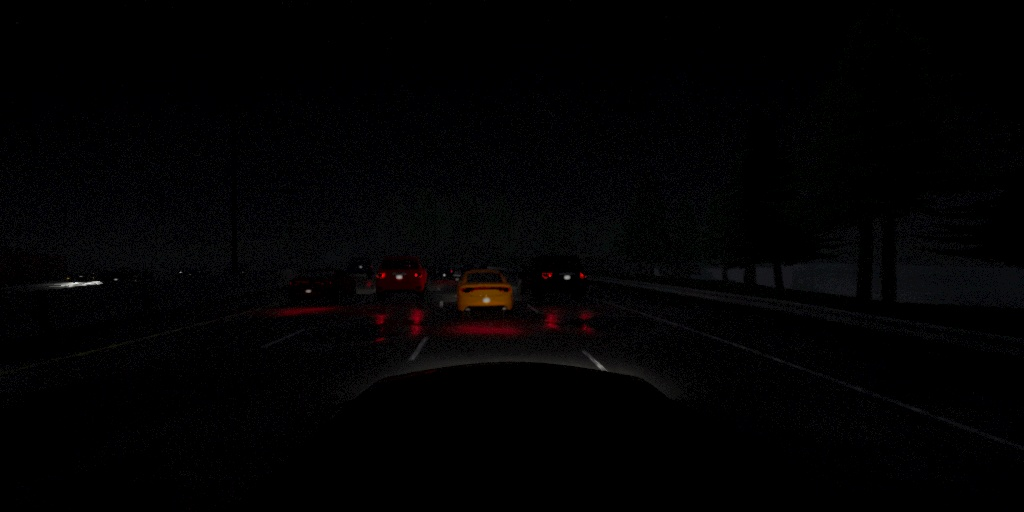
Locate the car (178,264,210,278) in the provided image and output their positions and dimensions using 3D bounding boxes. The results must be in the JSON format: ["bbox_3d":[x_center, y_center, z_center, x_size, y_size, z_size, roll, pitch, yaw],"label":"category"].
[{"bbox_3d":[-31.291,1.484,35.407,1.812,1.442,4.674,0,0,-33],"label":"car"}]

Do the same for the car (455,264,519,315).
[{"bbox_3d":[-1.141,1.254,13.765,1.882,1.535,5.008,0,0,-8],"label":"car"}]

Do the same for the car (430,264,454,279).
[{"bbox_3d":[-6.974,1.442,34.391,1.895,1.301,4.718,0,0,-23],"label":"car"}]

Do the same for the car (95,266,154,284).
[{"bbox_3d":[-32.183,1.554,30.109,1.895,1.301,4.718,0,0,-29],"label":"car"}]

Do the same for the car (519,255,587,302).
[{"bbox_3d":[1.795,0.991,17.565,2.150,2.045,5.566,0,0,-11],"label":"car"}]

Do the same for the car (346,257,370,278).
[{"bbox_3d":[-14.949,1.101,35.121,2.150,2.045,5.566,0,0,-26],"label":"car"}]

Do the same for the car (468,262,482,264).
[{"bbox_3d":[-3.708,1.353,35.489,1.812,1.442,4.674,0,0,-23],"label":"car"}]

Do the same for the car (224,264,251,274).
[{"bbox_3d":[-27.701,1.490,36.342,2.033,1.411,5.357,0,0,-32],"label":"car"}]

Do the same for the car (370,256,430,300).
[{"bbox_3d":[-5.502,1.027,18.344,2.150,2.045,5.566,0,0,-12],"label":"car"}]

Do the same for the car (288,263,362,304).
[{"bbox_3d":[-8.843,1.297,17.137,1.882,1.535,5.008,0,0,-11],"label":"car"}]

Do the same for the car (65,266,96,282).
[{"bbox_3d":[-37.235,1.544,31.749,1.994,1.385,4.181,0,0,-33],"label":"car"}]
